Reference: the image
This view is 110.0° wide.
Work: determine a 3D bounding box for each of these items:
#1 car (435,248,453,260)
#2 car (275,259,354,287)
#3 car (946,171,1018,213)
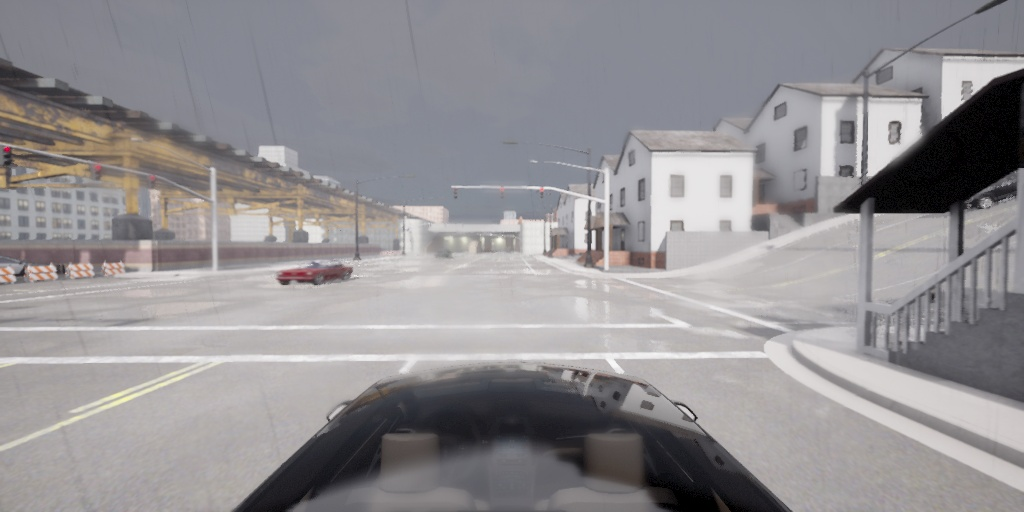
[{"bbox_3d":[-10.496,-0.424,55.137,2.097,1.767,4.553,0,1,0],"label":"car"},{"bbox_3d":[-10.498,0.874,19.447,1.895,1.301,4.718,0,2,0],"label":"car"},{"bbox_3d":[25.335,-3.499,19.084,4.892,1.490,1.837,-16,2,0],"label":"car"}]
